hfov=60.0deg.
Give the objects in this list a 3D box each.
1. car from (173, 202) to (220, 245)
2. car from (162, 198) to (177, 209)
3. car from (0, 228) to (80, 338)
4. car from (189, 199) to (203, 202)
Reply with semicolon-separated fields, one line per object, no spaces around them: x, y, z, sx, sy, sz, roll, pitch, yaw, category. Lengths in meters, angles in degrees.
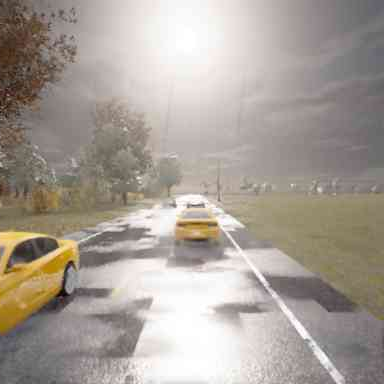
0.233;1.472;15.495;1.882;1.535;5.008;0;0;1;car
-3.150;1.527;46.730;1.812;1.442;4.674;0;0;1;car
-3.575;1.488;5.776;1.882;1.535;5.008;0;0;1;car
0.400;1.482;33.475;2.128;1.511;4.902;0;0;1;car
